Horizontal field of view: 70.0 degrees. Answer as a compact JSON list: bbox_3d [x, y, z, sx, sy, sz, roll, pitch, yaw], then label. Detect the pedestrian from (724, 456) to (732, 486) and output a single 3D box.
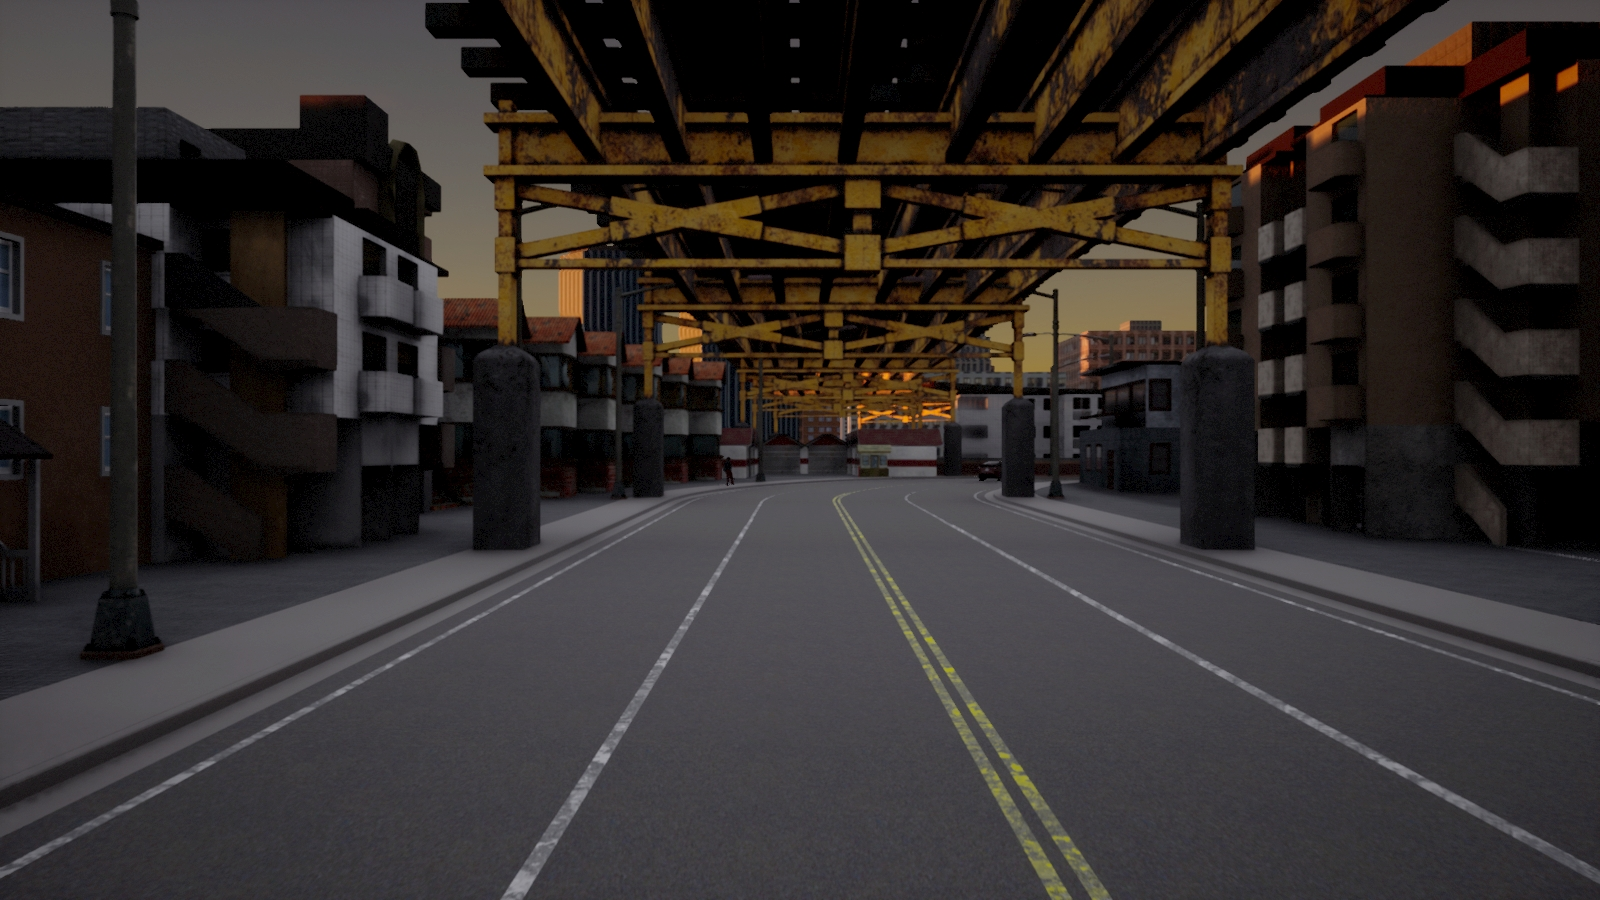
[{"bbox_3d":[-4.386,1.276,69.643,0.375,1.860,0.375,0,0,22],"label":"pedestrian"}]
